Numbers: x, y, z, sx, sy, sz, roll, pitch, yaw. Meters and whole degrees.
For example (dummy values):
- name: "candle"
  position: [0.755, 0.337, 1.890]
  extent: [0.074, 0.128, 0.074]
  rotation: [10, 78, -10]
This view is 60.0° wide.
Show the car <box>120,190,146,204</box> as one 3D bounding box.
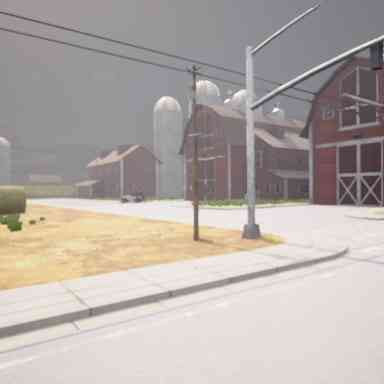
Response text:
- name: "car"
  position: [-9.458, 0.769, 53.727]
  extent: [3.866, 1.878, 1.905]
  rotation: [-2, 6, 11]
